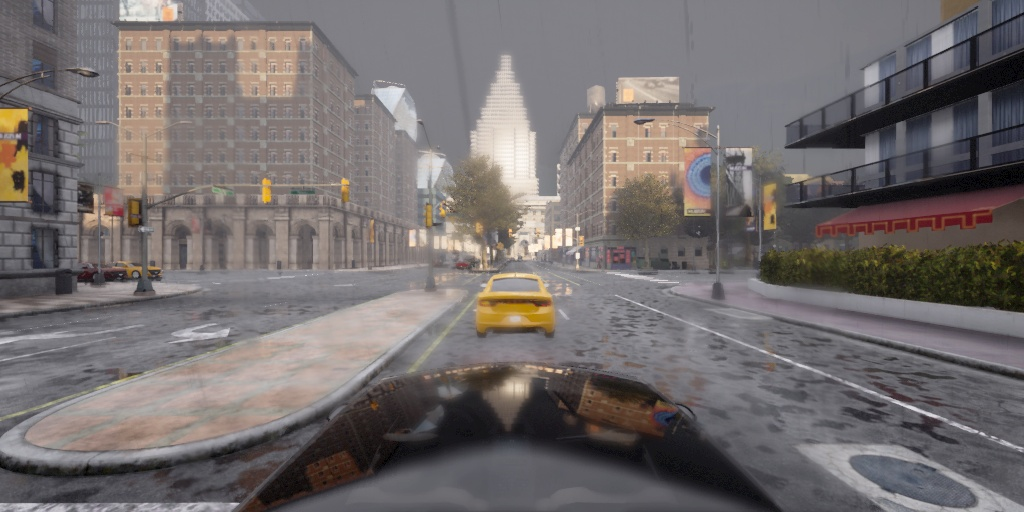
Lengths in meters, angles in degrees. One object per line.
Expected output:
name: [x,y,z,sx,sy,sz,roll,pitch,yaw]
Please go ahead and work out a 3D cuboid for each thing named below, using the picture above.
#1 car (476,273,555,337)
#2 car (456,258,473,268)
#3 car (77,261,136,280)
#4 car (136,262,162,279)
car: [0.094,1.228,10.310,1.882,1.535,5.008,0,0,0]
car: [-7.987,1.351,59.051,1.895,1.301,4.718,0,0,0]
car: [-33.939,1.228,28.817,5.008,1.535,1.882,0,0,0]
car: [-34.574,1.228,32.315,5.008,1.535,1.882,0,0,0]
